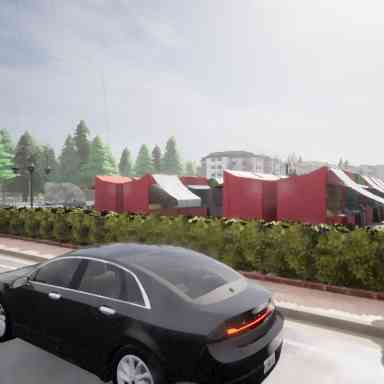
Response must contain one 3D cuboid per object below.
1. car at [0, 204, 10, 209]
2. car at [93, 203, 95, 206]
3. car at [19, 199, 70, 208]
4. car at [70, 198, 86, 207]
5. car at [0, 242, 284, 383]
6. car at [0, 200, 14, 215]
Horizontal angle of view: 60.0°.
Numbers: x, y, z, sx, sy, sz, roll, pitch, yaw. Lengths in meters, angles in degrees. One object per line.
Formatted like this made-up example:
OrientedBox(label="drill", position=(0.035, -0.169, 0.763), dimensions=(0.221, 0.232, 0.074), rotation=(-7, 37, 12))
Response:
OrientedBox(label="car", position=(-16.928, 1.604, 26.022), dimensions=(2.033, 1.411, 5.357), rotation=(0, 0, 36))
OrientedBox(label="car", position=(-10.198, 1.407, 41.555), dimensions=(2.097, 1.767, 4.553), rotation=(0, 0, 36))
OrientedBox(label="car", position=(-15.516, 1.656, 34.248), dimensions=(1.895, 1.301, 4.718), rotation=(0, 0, 36))
OrientedBox(label="car", position=(-15.252, 1.547, 40.559), dimensions=(2.128, 1.511, 4.902), rotation=(0, 0, 36))
OrientedBox(label="car", position=(-1.173, 1.505, 4.839), dimensions=(4.892, 1.490, 1.837), rotation=(0, 0, 36))
OrientedBox(label="car", position=(-20.862, 1.603, 32.821), dimensions=(2.033, 1.411, 5.357), rotation=(0, 0, 39))
